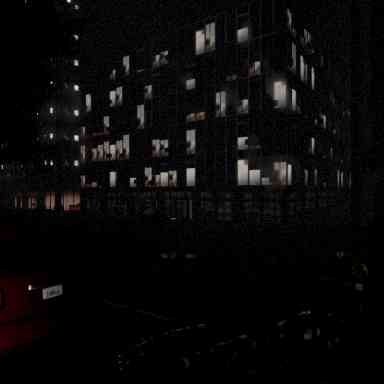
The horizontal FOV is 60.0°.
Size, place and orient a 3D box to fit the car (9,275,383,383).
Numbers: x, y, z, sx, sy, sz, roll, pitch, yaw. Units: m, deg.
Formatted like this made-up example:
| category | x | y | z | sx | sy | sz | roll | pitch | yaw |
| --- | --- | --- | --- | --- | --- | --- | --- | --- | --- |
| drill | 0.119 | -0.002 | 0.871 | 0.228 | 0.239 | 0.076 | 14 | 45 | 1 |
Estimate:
| category | x | y | z | sx | sy | sz | roll | pitch | yaw |
| --- | --- | --- | --- | --- | --- | --- | --- | --- | --- |
| car | 0.832 | 1.566 | 2.284 | 4.313 | 1.339 | 1.947 | 0 | 0 | 36 |

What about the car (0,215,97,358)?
| category | x | y | z | sx | sy | sz | roll | pitch | yaw |
| --- | --- | --- | --- | --- | --- | --- | --- | --- | --- |
| car | -3.663 | 1.315 | 5.493 | 5.009 | 1.841 | 2.192 | 0 | 0 | 36 |
